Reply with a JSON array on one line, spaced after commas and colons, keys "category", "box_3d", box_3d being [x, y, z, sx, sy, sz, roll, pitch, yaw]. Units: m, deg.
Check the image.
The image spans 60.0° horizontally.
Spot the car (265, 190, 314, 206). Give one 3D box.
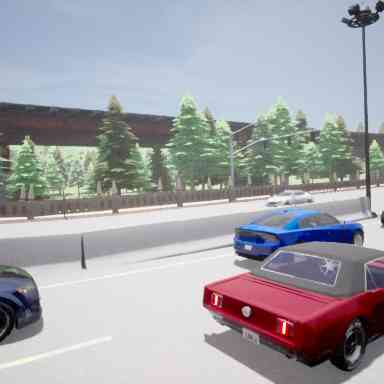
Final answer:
[{"category": "car", "box_3d": [7.970, 0.599, 26.994, 4.674, 1.442, 1.812, -4, 2, -36]}]

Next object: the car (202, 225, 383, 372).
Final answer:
[{"category": "car", "box_3d": [2.566, 1.528, 5.602, 4.718, 1.301, 1.895, -2, 1, -36]}]

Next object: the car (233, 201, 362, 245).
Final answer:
[{"category": "car", "box_3d": [3.554, 1.283, 10.624, 5.008, 1.535, 1.882, -3, 2, -36]}]

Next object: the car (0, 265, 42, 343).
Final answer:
[{"category": "car", "box_3d": [-4.495, 1.563, 4.842, 4.181, 1.385, 1.994, 0, 0, -36]}]

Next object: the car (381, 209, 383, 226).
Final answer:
[{"category": "car", "box_3d": [10.833, 0.880, 15.870, 4.181, 1.385, 1.994, -4, 2, -36]}]
